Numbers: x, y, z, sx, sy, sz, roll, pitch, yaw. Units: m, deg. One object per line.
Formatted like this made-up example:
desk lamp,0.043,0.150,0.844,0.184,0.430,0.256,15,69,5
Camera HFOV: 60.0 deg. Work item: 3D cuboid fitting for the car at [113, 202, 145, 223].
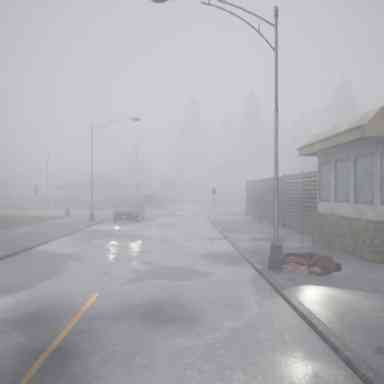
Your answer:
car,-4.799,1.513,25.744,1.882,1.535,5.008,0,0,-1
